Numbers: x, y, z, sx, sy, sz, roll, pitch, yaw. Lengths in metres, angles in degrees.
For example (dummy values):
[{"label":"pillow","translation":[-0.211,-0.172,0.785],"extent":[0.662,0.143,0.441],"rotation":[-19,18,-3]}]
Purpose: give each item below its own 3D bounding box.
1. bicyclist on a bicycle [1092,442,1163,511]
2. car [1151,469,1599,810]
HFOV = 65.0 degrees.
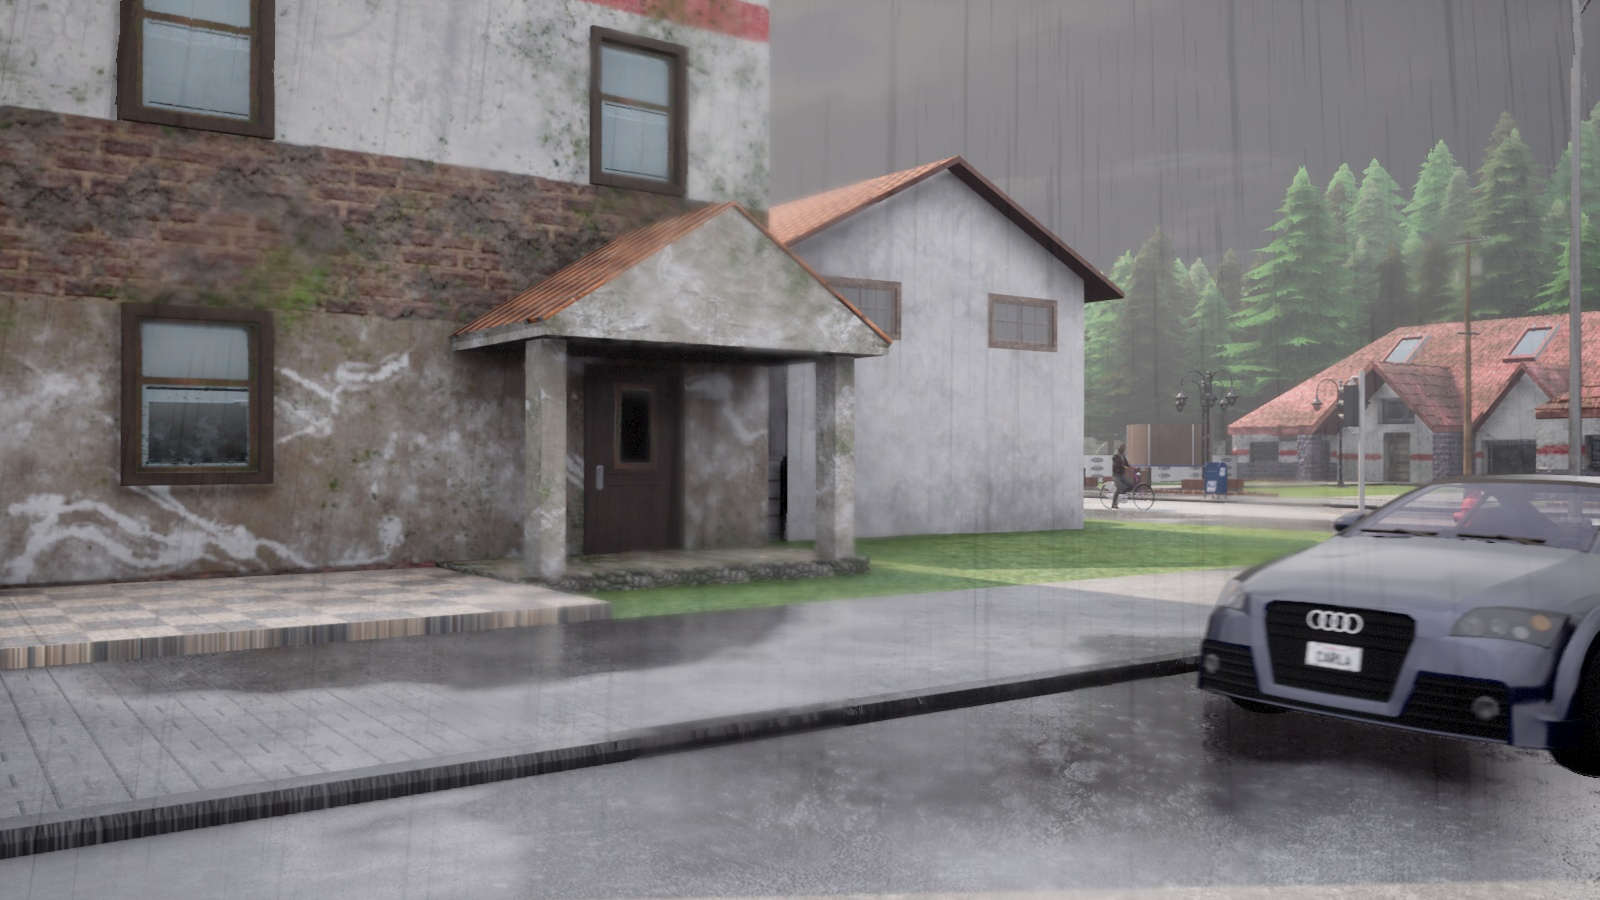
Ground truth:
[{"label":"bicyclist on a bicycle","translation":[8.744,0.695,33.569],"extent":[0.659,1.776,1.843],"rotation":[0,0,-36]},{"label":"car","translation":[4.207,0.823,7.283],"extent":[4.181,1.385,1.994],"rotation":[0,0,-36]}]
